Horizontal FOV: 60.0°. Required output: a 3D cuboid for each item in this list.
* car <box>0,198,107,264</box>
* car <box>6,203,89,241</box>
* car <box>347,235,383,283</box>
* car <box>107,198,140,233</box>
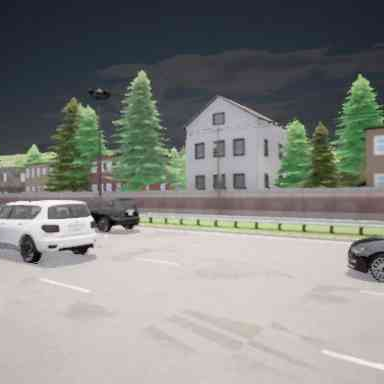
[{"bbox_3d":[-5.994,1.343,12.569,5.566,2.045,2.150,-1,0,36],"label":"car"},{"bbox_3d":[-8.015,1.524,18.311,4.553,1.767,2.097,-1,0,36],"label":"car"},{"bbox_3d":[6.441,1.484,7.996,4.902,1.511,2.128,-1,0,36],"label":"car"},{"bbox_3d":[-5.776,1.390,21.013,5.566,2.045,2.150,-1,0,36],"label":"car"}]
